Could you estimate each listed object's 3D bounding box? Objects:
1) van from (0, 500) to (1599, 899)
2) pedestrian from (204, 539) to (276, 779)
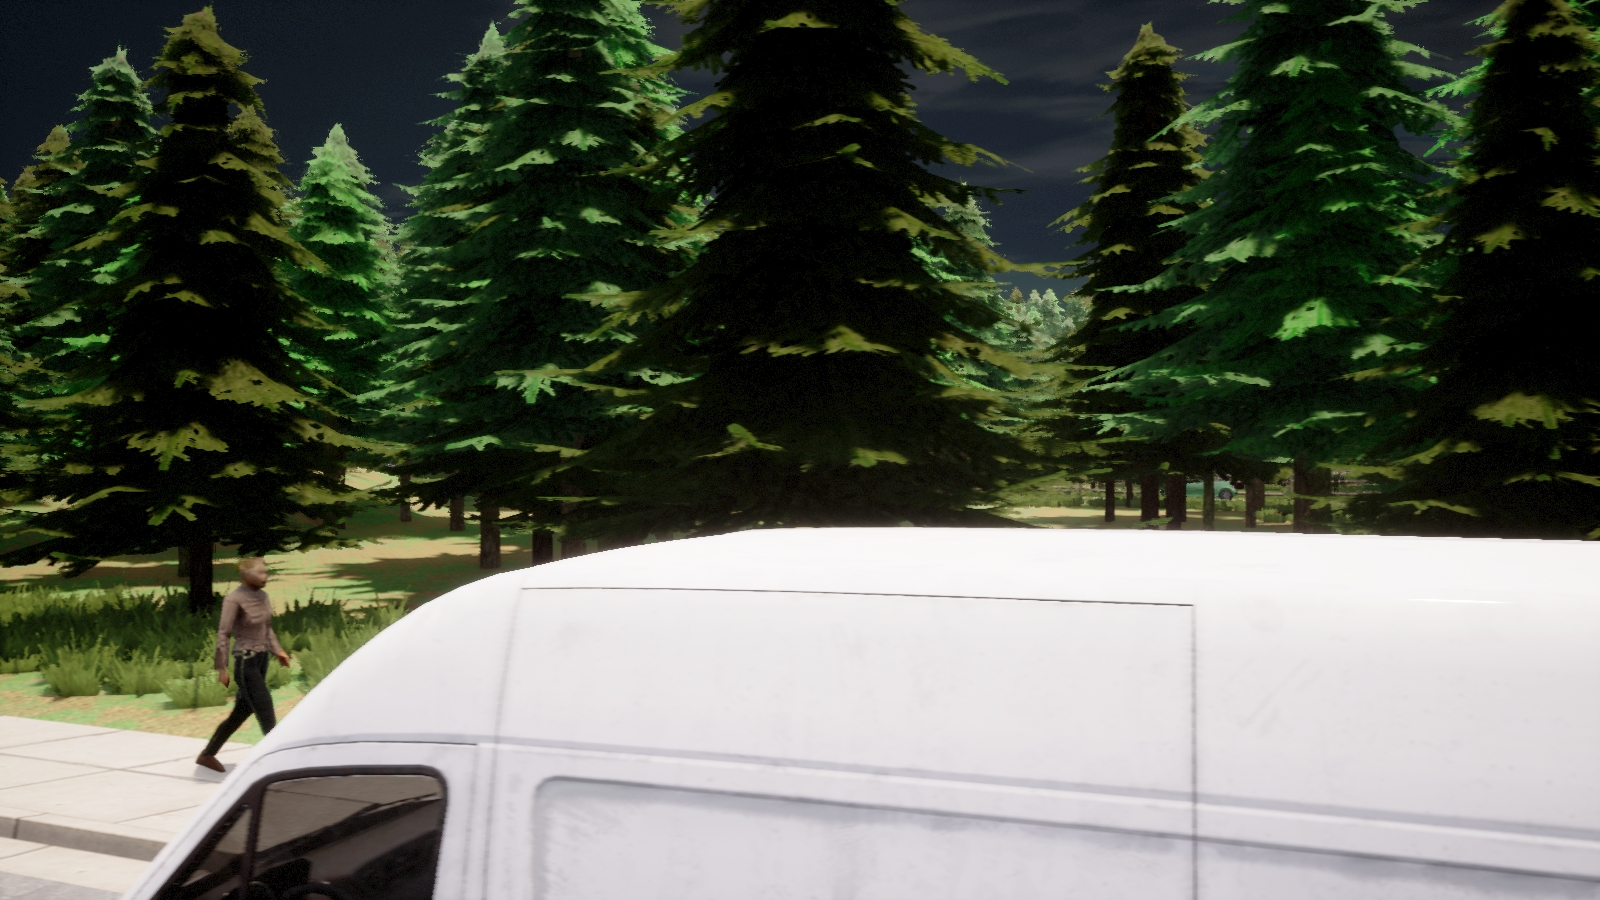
[{"bbox_3d":[0.112,1.507,3.251,5.915,2.561,1.988,0,0,20],"label":"van"},{"bbox_3d":[-4.524,1.671,9.241,0.375,1.860,0.375,0,0,12],"label":"pedestrian"}]
